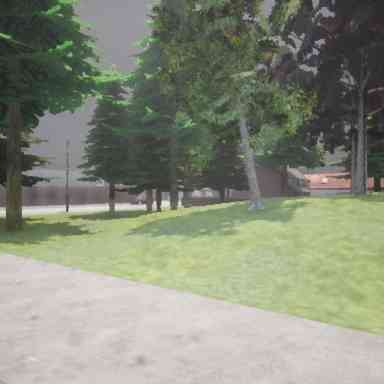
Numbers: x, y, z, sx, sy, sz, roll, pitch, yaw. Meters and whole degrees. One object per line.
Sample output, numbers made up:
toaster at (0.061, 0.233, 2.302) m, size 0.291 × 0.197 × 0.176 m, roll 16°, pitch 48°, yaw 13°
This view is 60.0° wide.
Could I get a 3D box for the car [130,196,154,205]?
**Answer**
car at (-8.619, 1.511, 57.677) m, size 1.837 × 1.490 × 4.892 m, roll 0°, pitch 0°, yaw 35°
